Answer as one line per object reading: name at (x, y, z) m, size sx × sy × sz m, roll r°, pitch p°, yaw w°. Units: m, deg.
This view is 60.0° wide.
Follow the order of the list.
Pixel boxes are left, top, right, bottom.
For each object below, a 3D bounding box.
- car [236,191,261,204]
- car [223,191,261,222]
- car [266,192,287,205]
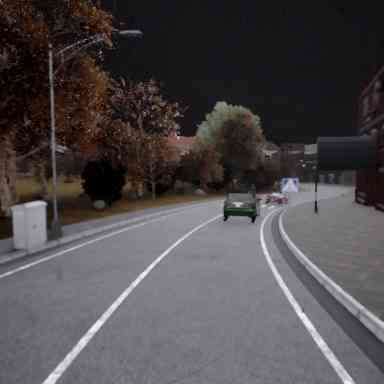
car at (7.335, 0.620, 42.925) m, size 1.994 × 1.385 × 4.181 m, roll 3°, pitch 3°, yaw 28°
car at (3.667, 0.920, 23.898) m, size 2.150 × 2.045 × 5.566 m, roll 2°, pitch 2°, yaw 15°
car at (10.465, 0.754, 40.941) m, size 1.812 × 1.442 × 4.674 m, roll 3°, pitch 3°, yaw 27°
